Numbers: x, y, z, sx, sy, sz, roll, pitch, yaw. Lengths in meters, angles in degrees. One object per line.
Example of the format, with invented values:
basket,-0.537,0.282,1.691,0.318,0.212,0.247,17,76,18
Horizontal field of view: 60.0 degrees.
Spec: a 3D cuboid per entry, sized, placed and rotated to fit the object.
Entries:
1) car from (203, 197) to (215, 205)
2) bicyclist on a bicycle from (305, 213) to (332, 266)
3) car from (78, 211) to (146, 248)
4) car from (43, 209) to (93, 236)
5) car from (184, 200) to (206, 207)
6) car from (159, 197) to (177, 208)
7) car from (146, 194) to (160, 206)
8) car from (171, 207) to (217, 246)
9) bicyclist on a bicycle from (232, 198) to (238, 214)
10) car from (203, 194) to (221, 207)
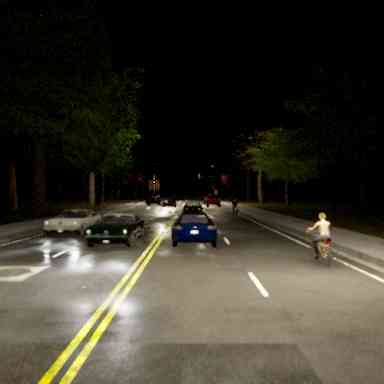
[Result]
car,3.249,1.728,65.567,2.033,1.411,5.357,0,0,0
bicyclist on a bicycle,4.125,1.464,10.637,0.866,1.612,1.509,0,0,0
car,-3.351,1.640,15.214,1.895,1.301,4.718,0,0,0
car,-6.601,1.650,18.883,1.895,1.301,4.718,0,0,0
car,0.098,1.689,33.571,1.895,1.301,4.718,0,0,0
car,-3.339,1.697,49.966,1.994,1.385,4.181,0,0,0
car,-6.556,1.378,57.545,2.150,2.045,5.566,0,0,1
car,0.099,1.604,15.522,1.994,1.385,4.181,0,0,0
bicyclist on a bicycle,4.143,1.455,32.309,0.659,1.776,1.843,0,0,0
car,3.349,1.365,53.180,2.150,2.045,5.566,0,0,0
